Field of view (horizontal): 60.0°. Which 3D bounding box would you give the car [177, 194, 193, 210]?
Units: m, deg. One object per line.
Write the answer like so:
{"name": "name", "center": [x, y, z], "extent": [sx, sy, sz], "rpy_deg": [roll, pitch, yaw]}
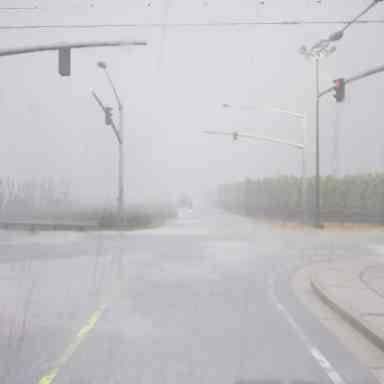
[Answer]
{"name": "car", "center": [-1.069, 1.336, 48.844], "extent": [2.150, 2.045, 5.566], "rpy_deg": [0, 0, -3]}
